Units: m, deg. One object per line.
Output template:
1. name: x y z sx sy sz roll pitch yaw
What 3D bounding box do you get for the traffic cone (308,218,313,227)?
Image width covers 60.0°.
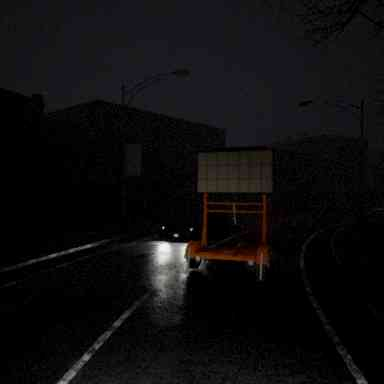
1. traffic cone: 7.669 1.978 21.525 0.340 0.580 0.340 1 0 23

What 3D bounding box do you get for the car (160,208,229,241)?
1. car: 0.374 1.519 17.045 2.033 1.411 5.357 0 0 24

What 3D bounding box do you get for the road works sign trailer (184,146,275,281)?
1. road works sign trailer: 1.319 0.460 10.119 2.380 3.560 2.880 0 0 21

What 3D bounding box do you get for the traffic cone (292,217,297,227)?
1. traffic cone: 6.748 1.966 21.914 0.340 0.580 0.340 1 0 23
